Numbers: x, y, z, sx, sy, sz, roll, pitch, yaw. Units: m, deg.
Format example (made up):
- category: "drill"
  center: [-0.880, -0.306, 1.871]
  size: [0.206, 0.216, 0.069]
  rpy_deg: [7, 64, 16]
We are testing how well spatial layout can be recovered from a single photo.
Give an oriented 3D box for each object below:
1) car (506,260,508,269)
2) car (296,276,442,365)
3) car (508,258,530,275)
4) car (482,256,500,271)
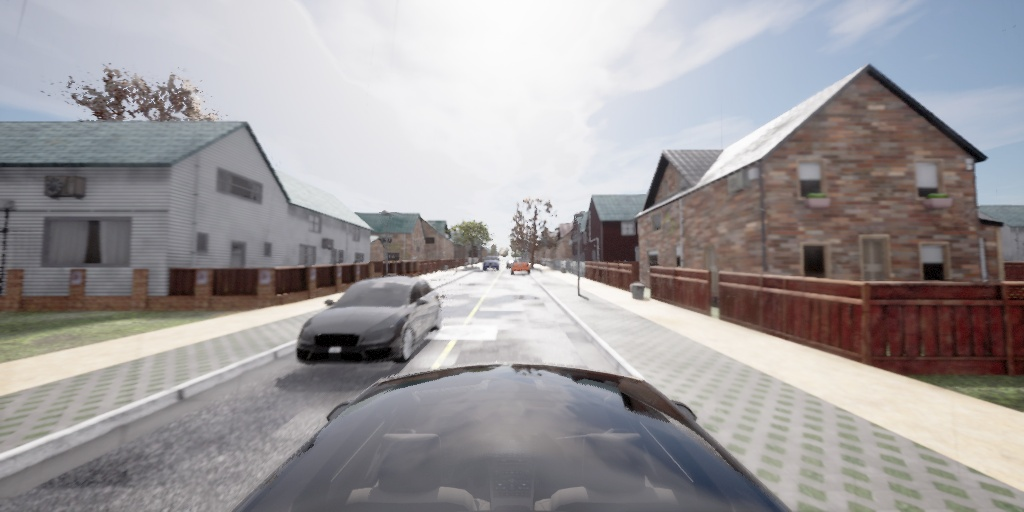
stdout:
- category: "car"
  center: [-0.028, 1.351, 58.850]
  size: [1.994, 1.385, 4.181]
  rpy_deg: [0, 0, 0]
- category: "car"
  center: [-2.852, 1.261, 8.210]
  size: [1.837, 1.490, 4.892]
  rpy_deg: [0, 0, 0]
- category: "car"
  center: [0.904, 1.076, 40.236]
  size: [2.097, 1.767, 4.553]
  rpy_deg: [-3, -1, 0]
- category: "car"
  center: [-2.847, 1.000, 49.698]
  size: [2.150, 2.045, 5.566]
  rpy_deg: [0, 0, 0]
